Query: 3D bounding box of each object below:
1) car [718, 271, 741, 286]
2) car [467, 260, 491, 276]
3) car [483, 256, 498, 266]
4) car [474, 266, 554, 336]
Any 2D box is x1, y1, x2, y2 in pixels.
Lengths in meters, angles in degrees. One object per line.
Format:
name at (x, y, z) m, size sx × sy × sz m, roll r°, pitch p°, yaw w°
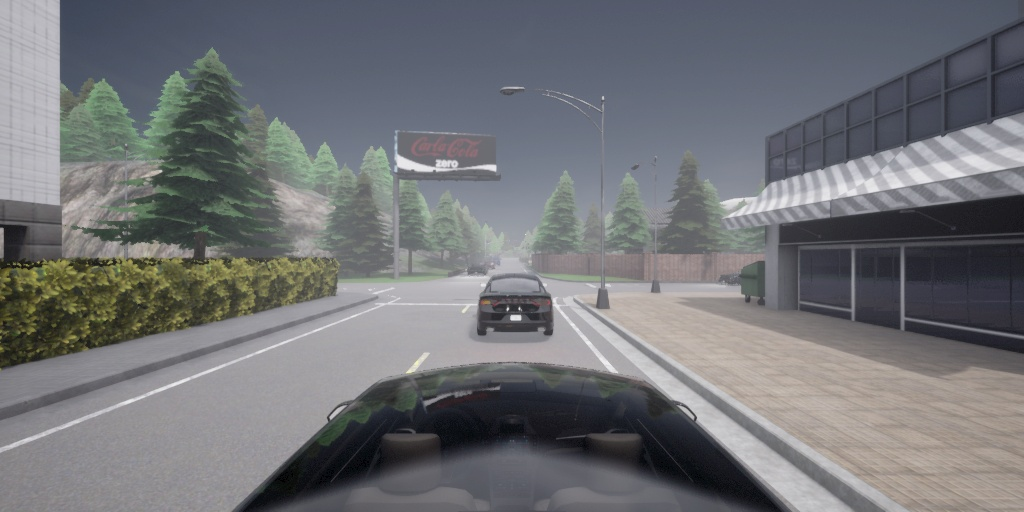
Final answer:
car at (18.136, 1.474, 26.196) m, size 5.357 × 1.411 × 2.033 m, roll 0°, pitch 0°, yaw 1°
car at (-3.564, 1.350, 37.662) m, size 1.895 × 1.301 × 4.718 m, roll 0°, pitch 0°, yaw 0°
car at (-3.544, 1.102, 51.622) m, size 2.097 × 1.767 × 4.553 m, roll 0°, pitch 0°, yaw 0°
car at (0.063, 1.228, 10.481) m, size 1.882 × 1.535 × 5.008 m, roll 0°, pitch 0°, yaw -1°
